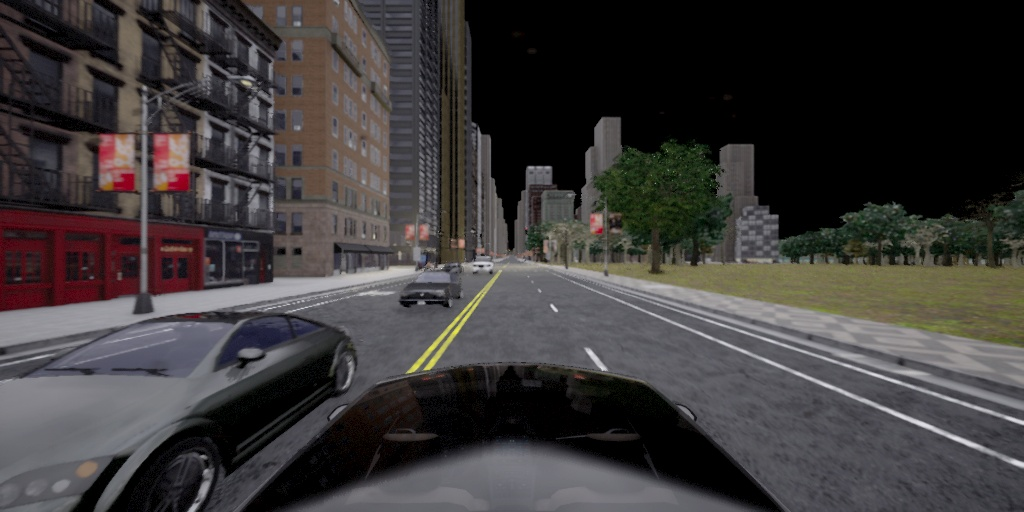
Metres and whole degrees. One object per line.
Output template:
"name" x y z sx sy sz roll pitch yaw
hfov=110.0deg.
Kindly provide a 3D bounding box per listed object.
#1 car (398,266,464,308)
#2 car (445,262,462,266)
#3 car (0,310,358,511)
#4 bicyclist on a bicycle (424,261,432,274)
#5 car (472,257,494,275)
"car" -3.274 1.332 15.673 2.033 1.411 5.357 0 0 0
"car" -6.563 1.413 40.363 1.994 1.385 4.181 0 0 0
"car" -3.341 1.320 3.791 1.994 1.385 4.181 0 0 0
"bicyclist on a bicycle" -8.739 1.311 37.602 0.866 1.612 1.509 0 0 0
"car" -3.310 1.075 41.603 2.150 2.045 5.566 0 0 0
